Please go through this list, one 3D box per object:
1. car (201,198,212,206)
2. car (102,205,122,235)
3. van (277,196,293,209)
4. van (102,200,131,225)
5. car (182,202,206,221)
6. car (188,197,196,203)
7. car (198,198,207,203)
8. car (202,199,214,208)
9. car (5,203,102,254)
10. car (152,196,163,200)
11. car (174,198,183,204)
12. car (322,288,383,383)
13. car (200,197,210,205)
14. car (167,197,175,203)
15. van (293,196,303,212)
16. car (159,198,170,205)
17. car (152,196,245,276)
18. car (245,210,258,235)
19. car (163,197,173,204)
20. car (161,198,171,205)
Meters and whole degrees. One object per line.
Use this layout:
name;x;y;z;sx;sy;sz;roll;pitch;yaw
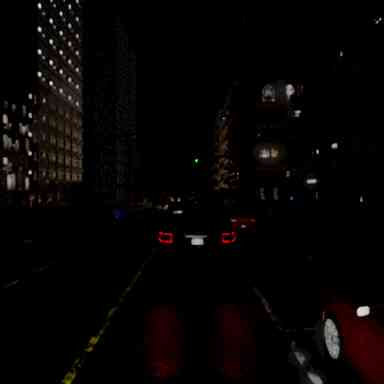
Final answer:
car;2.670;1.955;62.994;1.887;1.381;4.507;0;0;0
car;-5.699;1.684;19.554;1.947;1.339;4.313;0;0;0
van;13.698;1.395;45.028;3.998;1.788;1.690;-1;1;0
van;-5.702;1.494;25.078;1.690;1.788;3.998;0;0;0
car;0.291;1.710;29.841;1.812;1.442;4.674;0;0;4
car;-0.020;2.060;87.351;1.882;1.535;5.008;0;0;0
car;2.665;2.138;85.105;1.947;1.339;4.313;0;0;0
car;2.672;1.916;57.467;1.887;1.381;4.507;0;0;0
car;-5.699;1.399;14.032;2.192;1.841;5.009;0;0;0
car;-5.709;1.686;57.468;2.192;1.841;5.009;0;0;0
car;-3.018;2.060;76.466;1.994;1.385;4.181;0;0;0
car;2.685;1.563;2.987;1.887;1.381;4.507;0;0;0
car;2.669;1.889;68.523;1.967;1.590;4.097;0;0;0
car;-5.716;2.139;90.461;1.752;1.417;4.829;0;0;0
van;13.721;1.381;36.648;3.998;1.788;1.690;-1;1;0
car;-5.711;1.994;68.521;1.887;1.381;4.507;0;0;0
car;0.099;1.288;10.686;2.150;2.045;5.566;0;0;-1
car;2.681;1.663;19.555;1.887;1.381;4.507;0;0;0
car;-5.714;1.970;79.577;1.967;1.590;4.097;0;0;0
car;-5.712;2.055;74.049;1.947;1.339;4.313;0;0;0
